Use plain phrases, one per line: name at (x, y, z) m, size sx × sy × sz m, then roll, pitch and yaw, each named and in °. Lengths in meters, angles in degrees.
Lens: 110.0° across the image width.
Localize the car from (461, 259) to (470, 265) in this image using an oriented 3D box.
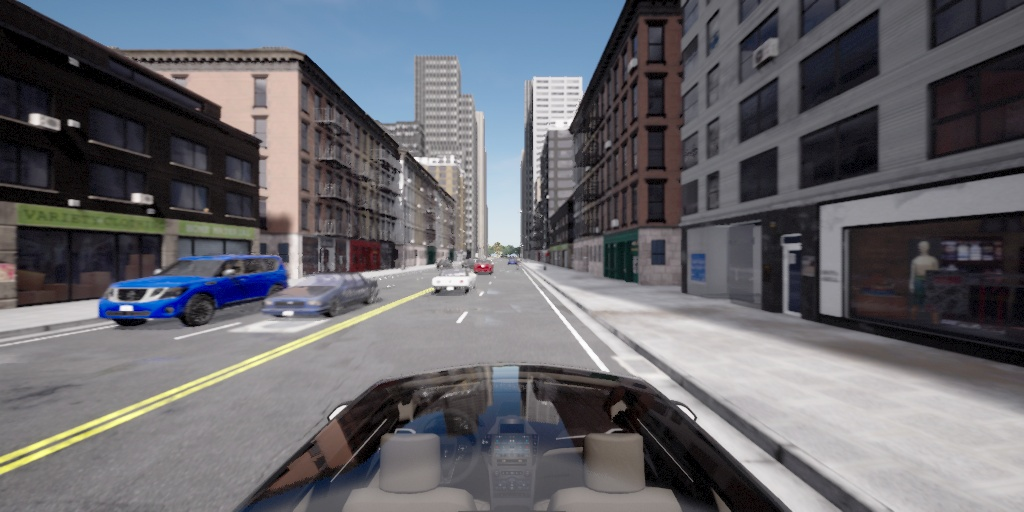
car at (-6.545, 1.271, 54.081) m, size 1.837 × 1.490 × 4.892 m, roll 0°, pitch 0°, yaw 0°

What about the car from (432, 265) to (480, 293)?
car at (-3.145, 1.354, 20.516) m, size 1.895 × 1.301 × 4.718 m, roll 0°, pitch 0°, yaw 0°

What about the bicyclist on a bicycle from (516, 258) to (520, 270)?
bicyclist on a bicycle at (0.908, 1.134, 50.962) m, size 0.659 × 1.776 × 1.843 m, roll 0°, pitch 0°, yaw 0°

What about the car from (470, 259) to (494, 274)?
car at (-3.138, 1.111, 40.709) m, size 2.097 × 1.767 × 4.553 m, roll 0°, pitch 0°, yaw 0°

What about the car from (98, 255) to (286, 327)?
car at (-9.848, 0.973, 11.921) m, size 2.150 × 2.045 × 5.566 m, roll 0°, pitch 0°, yaw 0°

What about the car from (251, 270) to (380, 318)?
car at (-6.596, 1.300, 13.229) m, size 2.033 × 1.411 × 5.357 m, roll 0°, pitch 0°, yaw 0°

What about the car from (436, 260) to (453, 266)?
car at (-9.802, 1.269, 52.294) m, size 1.837 × 1.490 × 4.892 m, roll 0°, pitch 0°, yaw 0°
